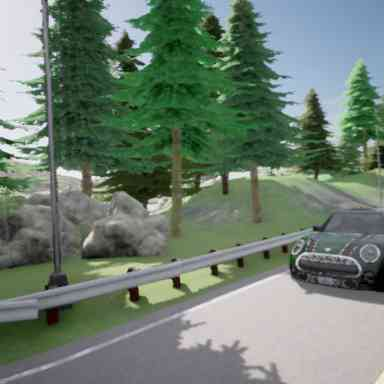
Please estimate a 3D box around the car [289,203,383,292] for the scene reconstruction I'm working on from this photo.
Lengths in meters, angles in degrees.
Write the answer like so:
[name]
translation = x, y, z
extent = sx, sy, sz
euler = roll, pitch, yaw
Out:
[car]
translation = 4.400, 1.218, 8.658
extent = 4.553, 1.767, 2.097
euler = -3, 0, -45
